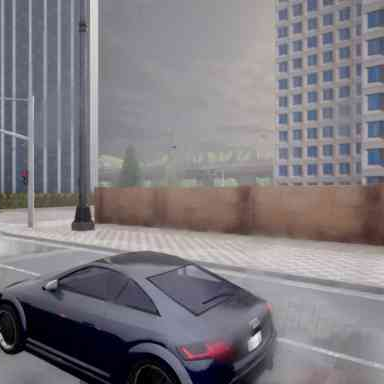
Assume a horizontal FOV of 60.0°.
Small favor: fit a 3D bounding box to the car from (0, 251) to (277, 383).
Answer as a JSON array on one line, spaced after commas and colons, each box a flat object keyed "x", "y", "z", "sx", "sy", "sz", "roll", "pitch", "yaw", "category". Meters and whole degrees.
[{"x": -0.977, "y": 1.564, "z": 4.700, "sx": 4.181, "sy": 1.385, "sz": 1.994, "roll": 0, "pitch": 0, "yaw": 35, "category": "car"}]
